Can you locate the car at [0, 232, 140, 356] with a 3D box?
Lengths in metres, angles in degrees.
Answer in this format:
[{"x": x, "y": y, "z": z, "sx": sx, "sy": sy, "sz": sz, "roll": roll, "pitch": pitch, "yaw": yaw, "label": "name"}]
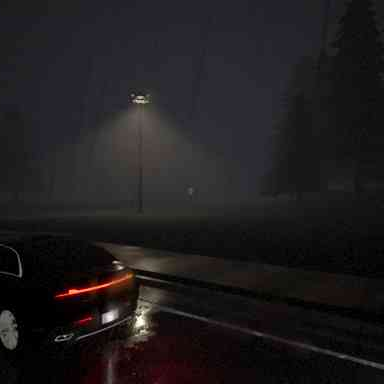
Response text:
[{"x": -3.123, "y": 1.505, "z": 6.101, "sx": 4.892, "sy": 1.490, "sz": 1.837, "roll": 0, "pitch": 0, "yaw": 36, "label": "car"}]
